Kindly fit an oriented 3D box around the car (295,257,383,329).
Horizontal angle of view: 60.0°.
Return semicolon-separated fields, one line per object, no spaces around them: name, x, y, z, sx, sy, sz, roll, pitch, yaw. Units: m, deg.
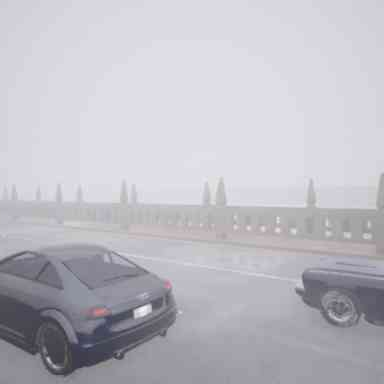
car;4.187;1.600;5.305;4.718;1.301;1.895;0;0;36

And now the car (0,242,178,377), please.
car;-2.290;1.569;5.629;4.181;1.385;1.994;0;0;36
